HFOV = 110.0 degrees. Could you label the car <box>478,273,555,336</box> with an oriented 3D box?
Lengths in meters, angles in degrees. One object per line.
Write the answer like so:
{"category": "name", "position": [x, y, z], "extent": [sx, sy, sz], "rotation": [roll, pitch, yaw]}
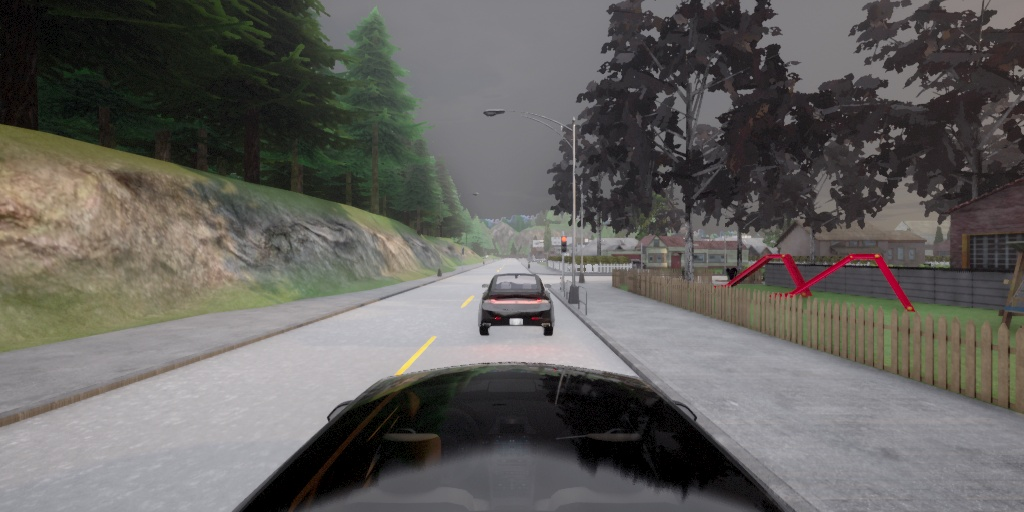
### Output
{"category": "car", "position": [0.125, 1.242, 10.364], "extent": [2.128, 1.511, 4.902], "rotation": [0, 0, 1]}
